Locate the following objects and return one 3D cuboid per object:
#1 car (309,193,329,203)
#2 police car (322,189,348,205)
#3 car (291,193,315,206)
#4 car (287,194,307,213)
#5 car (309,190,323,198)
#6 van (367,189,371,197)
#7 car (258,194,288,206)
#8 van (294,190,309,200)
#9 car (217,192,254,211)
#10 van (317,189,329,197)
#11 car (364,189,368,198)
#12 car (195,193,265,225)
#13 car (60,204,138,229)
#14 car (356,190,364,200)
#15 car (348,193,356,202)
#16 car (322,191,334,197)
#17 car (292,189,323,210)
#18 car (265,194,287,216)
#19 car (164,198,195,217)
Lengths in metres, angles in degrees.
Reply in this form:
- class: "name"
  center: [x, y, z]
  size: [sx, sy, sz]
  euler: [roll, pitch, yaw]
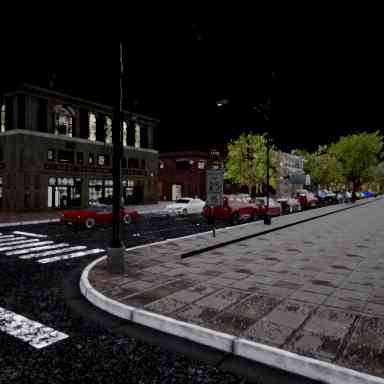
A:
- class: "car"
  center: [19.997, 0.860, 52.139]
  size: [1.812, 1.442, 4.674]
  euler: [1, 1, 35]
- class: "police car"
  center: [19.838, 0.847, 46.376]
  size: [1.930, 1.638, 5.238]
  euler: [1, 1, 35]
- class: "car"
  center: [14.988, 0.970, 44.754]
  size: [1.812, 1.442, 4.674]
  euler: [1, 1, 35]
- class: "car"
  center: [8.947, 1.195, 31.305]
  size: [2.008, 1.369, 4.403]
  euler: [1, 2, 34]
- class: "car"
  center: [27.157, 0.465, 72.578]
  size: [1.967, 1.590, 4.097]
  euler: [1, 2, 34]
- class: "van"
  center: [40.351, 0.301, 76.974]
  size: [1.690, 1.788, 3.998]
  euler: [1, 2, 34]
- class: "car"
  center: [10.766, 1.000, 44.117]
  size: [2.033, 1.411, 5.357]
  euler: [1, 1, 35]
- class: "van"
  center: [20.877, 0.504, 63.440]
  size: [1.690, 1.788, 3.998]
  euler: [1, 2, 34]
- class: "car"
  center: [4.729, 0.933, 35.389]
  size: [2.097, 1.767, 4.553]
  euler: [1, 1, 35]
- class: "van"
  center: [30.298, 0.297, 77.142]
  size: [1.690, 1.788, 3.998]
  euler: [1, 2, 34]
- class: "car"
  center: [34.165, 0.622, 67.983]
  size: [1.752, 1.417, 4.829]
  euler: [1, 2, 34]
- class: "car"
  center: [2.669, 1.093, 22.164]
  size: [2.192, 1.841, 5.009]
  euler: [1, 1, 34]
- class: "car"
  center: [-5.583, 1.401, 20.401]
  size: [1.895, 1.301, 4.718]
  euler: [1, 1, 34]
- class: "car"
  center: [30.928, 0.750, 63.277]
  size: [1.802, 1.307, 4.206]
  euler: [1, 2, 34]
- class: "car"
  center: [23.707, 0.690, 52.040]
  size: [2.097, 1.767, 4.553]
  euler: [1, 1, 35]
- class: "car"
  center: [33.436, 0.437, 81.715]
  size: [2.008, 1.369, 4.403]
  euler: [1, 2, 34]
- class: "car"
  center: [12.090, 0.892, 35.867]
  size: [2.192, 1.841, 5.009]
  euler: [1, 2, 34]
- class: "car"
  center: [5.808, 1.152, 26.734]
  size: [1.967, 1.590, 4.097]
  euler: [1, 2, 34]
- class: "car"
  center: [-0.400, 1.216, 27.944]
  size: [1.812, 1.442, 4.674]
  euler: [1, 1, 35]
